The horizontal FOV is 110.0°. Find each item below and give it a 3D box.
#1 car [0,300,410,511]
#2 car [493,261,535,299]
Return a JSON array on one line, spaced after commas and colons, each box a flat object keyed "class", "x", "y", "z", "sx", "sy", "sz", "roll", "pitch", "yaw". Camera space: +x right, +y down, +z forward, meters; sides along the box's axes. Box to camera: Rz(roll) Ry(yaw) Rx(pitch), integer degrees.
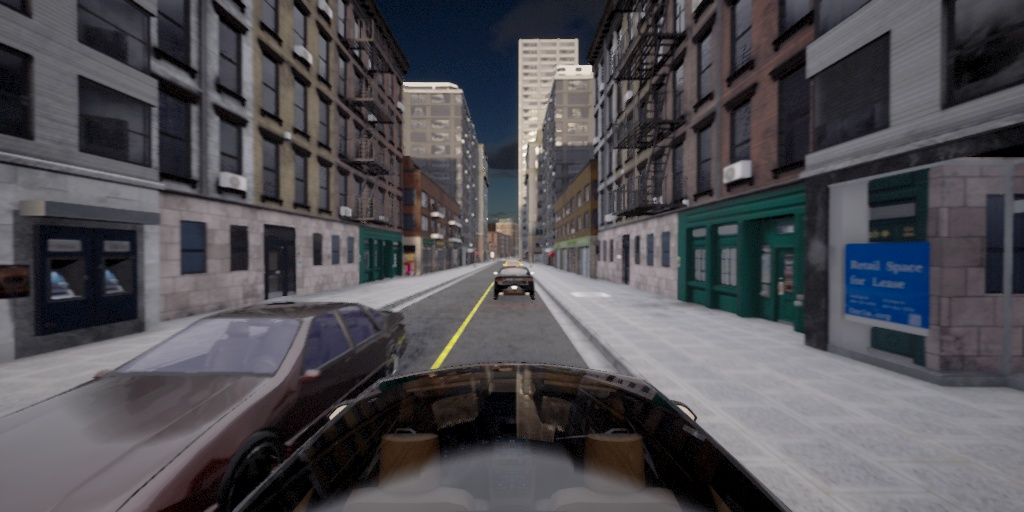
[{"class": "car", "x": -2.749, "y": 1.295, "z": 4.262, "sx": 2.033, "sy": 1.411, "sz": 5.357, "roll": 0, "pitch": 0, "yaw": 0}, {"class": "car", "x": 0.100, "y": 1.212, "z": 17.945, "sx": 1.882, "sy": 1.535, "sz": 5.008, "roll": 0, "pitch": 0, "yaw": 0}]
